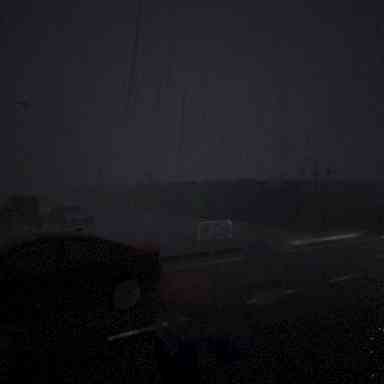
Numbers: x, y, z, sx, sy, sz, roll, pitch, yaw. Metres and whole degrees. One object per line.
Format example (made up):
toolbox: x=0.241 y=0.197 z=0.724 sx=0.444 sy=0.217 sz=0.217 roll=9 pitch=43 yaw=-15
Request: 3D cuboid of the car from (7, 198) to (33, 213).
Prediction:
car: x=-18.143 y=1.403 z=34.966 sx=1.784 sy=1.438 sz=3.905 roll=1 pitch=0 yaw=-37

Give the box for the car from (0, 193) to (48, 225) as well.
car: x=-9.942 y=1.178 z=19.291 sx=1.905 sy=1.878 sz=3.866 roll=1 pitch=0 yaw=-37

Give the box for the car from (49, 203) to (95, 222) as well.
car: x=-7.624 y=1.437 z=21.022 sx=1.970 sy=1.475 sz=3.806 roll=1 pitch=0 yaw=-37

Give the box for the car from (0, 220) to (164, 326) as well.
car: x=-2.927 y=1.486 z=6.187 sx=5.008 sy=1.535 sz=1.882 roll=1 pitch=0 yaw=-35
